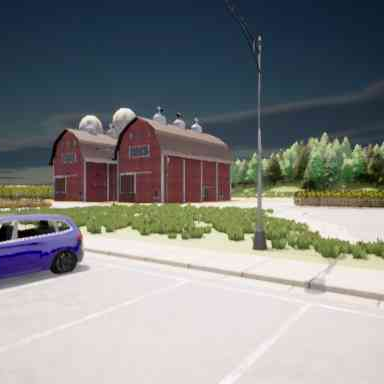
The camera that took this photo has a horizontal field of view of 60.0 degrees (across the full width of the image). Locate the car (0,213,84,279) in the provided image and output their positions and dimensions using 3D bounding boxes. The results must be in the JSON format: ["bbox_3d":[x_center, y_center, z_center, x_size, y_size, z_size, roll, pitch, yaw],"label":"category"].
[{"bbox_3d":[-5.086,1.426,8.377,2.242,1.667,4.611,0,0,36],"label":"car"}]
